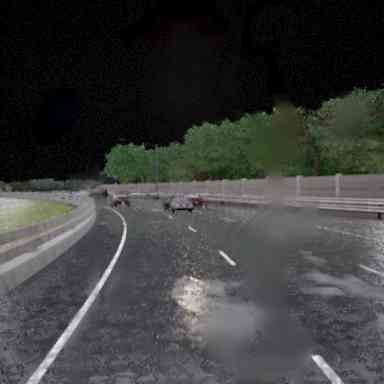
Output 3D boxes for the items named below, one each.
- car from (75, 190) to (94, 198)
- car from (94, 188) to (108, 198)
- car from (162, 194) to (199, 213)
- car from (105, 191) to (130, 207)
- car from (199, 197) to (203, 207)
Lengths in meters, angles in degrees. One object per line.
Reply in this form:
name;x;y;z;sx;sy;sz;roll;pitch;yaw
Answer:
car;-22.456;0.519;68.203;1.812;1.442;4.674;-1;1;-42
car;-19.601;0.176;70.282;2.150;2.045;5.566;-1;1;-39
car;-1.357;1.115;30.186;2.033;1.411;5.357;-1;1;-17
car;-8.865;0.969;40.393;1.837;1.490;4.892;0;1;-24
car;-0.397;0.924;38.174;1.882;1.535;5.008;0;1;-20
